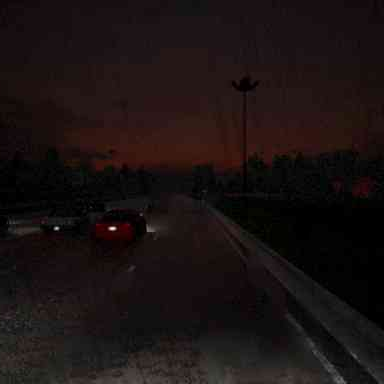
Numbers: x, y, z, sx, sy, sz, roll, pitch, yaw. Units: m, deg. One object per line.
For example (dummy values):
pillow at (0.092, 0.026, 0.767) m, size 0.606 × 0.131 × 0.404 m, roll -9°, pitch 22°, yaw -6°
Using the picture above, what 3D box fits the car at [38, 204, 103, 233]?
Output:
car at (-6.901, 1.563, 19.183) m, size 1.895 × 1.301 × 4.718 m, roll 0°, pitch 0°, yaw 0°

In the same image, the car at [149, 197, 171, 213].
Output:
car at (-3.400, 1.282, 35.615) m, size 2.097 × 1.767 × 4.553 m, roll 0°, pitch 0°, yaw 0°

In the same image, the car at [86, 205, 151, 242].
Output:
car at (-3.401, 1.532, 16.220) m, size 1.994 × 1.385 × 4.181 m, roll 0°, pitch 0°, yaw 0°

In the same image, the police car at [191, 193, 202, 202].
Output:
police car at (1.221, 1.281, 73.500) m, size 1.930 × 1.638 × 5.238 m, roll 0°, pitch 0°, yaw 0°

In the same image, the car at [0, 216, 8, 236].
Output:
car at (-10.400, 1.448, 15.157) m, size 1.882 × 1.535 × 5.008 m, roll 0°, pitch 0°, yaw 0°

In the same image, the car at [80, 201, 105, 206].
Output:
car at (-10.402, 1.533, 34.396) m, size 1.895 × 1.301 × 4.718 m, roll 0°, pitch 0°, yaw 0°

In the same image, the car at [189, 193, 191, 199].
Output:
car at (-0.005, 1.155, 93.821) m, size 1.837 × 1.490 × 4.892 m, roll 0°, pitch 0°, yaw 0°
